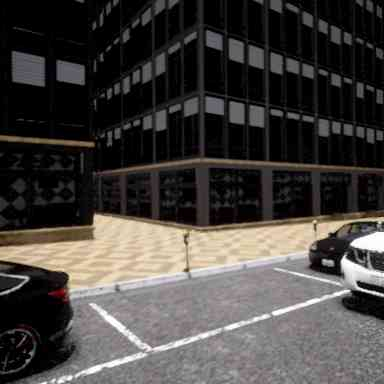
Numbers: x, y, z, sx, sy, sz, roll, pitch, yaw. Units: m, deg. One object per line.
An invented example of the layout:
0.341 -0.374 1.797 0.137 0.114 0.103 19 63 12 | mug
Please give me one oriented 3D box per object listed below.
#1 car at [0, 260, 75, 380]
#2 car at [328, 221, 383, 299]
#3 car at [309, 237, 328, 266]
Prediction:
-3.646 1.563 3.932 4.313 1.339 1.947 0 -1 -35 | car
5.675 1.254 7.412 5.566 2.045 2.150 0 0 -35 | car
5.545 1.604 10.487 4.313 1.339 1.947 0 -1 -35 | car
